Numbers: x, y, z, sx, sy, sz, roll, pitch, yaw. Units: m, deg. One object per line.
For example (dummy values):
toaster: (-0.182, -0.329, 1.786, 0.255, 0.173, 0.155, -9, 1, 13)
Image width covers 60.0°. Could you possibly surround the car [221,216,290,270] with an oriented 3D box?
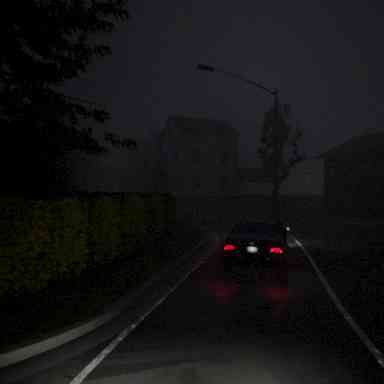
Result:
car: (2.191, 1.506, 10.948, 2.033, 1.411, 5.357, 1, 0, 15)
